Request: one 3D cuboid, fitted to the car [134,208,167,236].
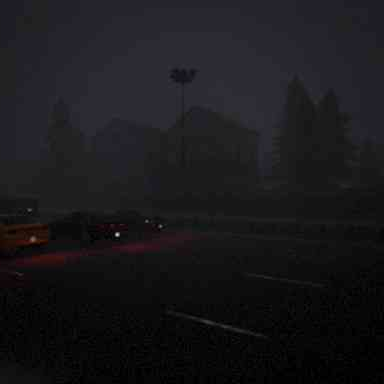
[{"bbox_3d":[-3.576,1.673,19.333,4.674,1.442,1.812,0,0,36],"label":"car"}]

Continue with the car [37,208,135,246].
[{"bbox_3d":[-5.290,1.651,16.253,4.892,1.490,1.837,0,0,36],"label":"car"}]

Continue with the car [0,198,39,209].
[{"bbox_3d":[-14.721,1.516,27.258,5.566,2.045,2.150,0,0,36],"label":"car"}]

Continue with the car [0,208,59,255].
[{"bbox_3d":[-7.923,1.629,13.839,5.008,1.535,1.882,0,0,36],"label":"car"}]
